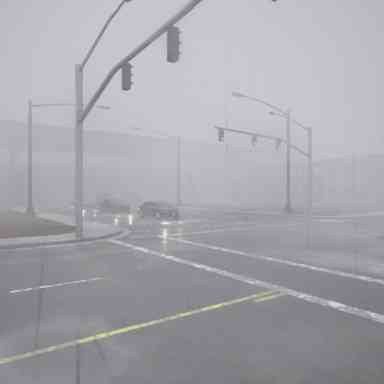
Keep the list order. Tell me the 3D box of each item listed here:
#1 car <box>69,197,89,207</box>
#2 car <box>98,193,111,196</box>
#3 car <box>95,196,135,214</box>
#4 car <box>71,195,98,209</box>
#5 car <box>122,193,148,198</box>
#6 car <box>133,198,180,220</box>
[{"bbox_3d":[-18.304,1.547,54.173,2.033,1.411,5.357,0,0,-8],"label":"car"},{"bbox_3d":[-15.053,1.223,57.499,2.150,2.045,5.566,0,0,-3],"label":"car"},{"bbox_3d":[-8.458,1.478,36.008,1.882,1.535,5.008,0,0,-36],"label":"car"},{"bbox_3d":[-14.259,1.526,44.295,1.812,1.442,4.674,0,0,-32],"label":"car"},{"bbox_3d":[-12.289,1.222,69.192,2.150,2.045,5.566,0,0,30],"label":"car"},{"bbox_3d":[-2.878,1.505,28.436,1.837,1.490,4.892,0,0,-36],"label":"car"}]
